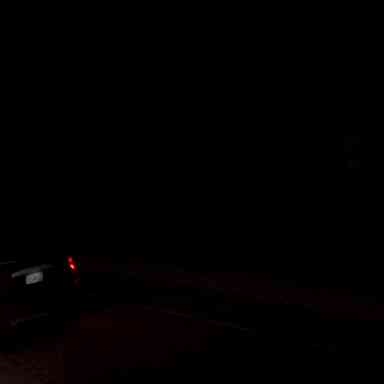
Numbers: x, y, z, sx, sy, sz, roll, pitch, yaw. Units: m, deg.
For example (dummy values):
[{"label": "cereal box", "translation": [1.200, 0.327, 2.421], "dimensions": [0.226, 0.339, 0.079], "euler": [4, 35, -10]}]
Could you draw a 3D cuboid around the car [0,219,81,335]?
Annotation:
[{"label": "car", "translation": [-4.276, 1.326, 6.056], "dimensions": [4.553, 1.767, 2.097], "euler": [0, 0, 28]}]
